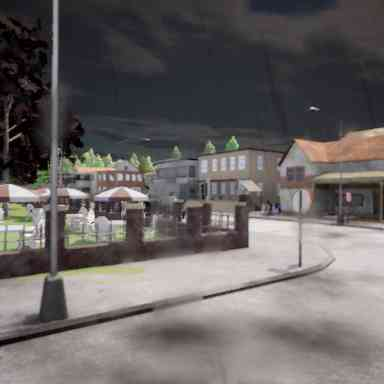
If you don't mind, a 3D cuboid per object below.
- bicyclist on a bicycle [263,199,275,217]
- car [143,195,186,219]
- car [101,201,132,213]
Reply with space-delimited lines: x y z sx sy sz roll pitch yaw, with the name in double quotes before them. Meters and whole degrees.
"bicyclist on a bicycle" 7.220 1.494 31.204 1.656 1.620 0.582 0 0 -35
"car" -2.411 1.315 30.254 2.150 2.045 5.566 0 0 -35
"car" -9.056 1.313 39.610 2.150 2.045 5.566 0 0 -35
